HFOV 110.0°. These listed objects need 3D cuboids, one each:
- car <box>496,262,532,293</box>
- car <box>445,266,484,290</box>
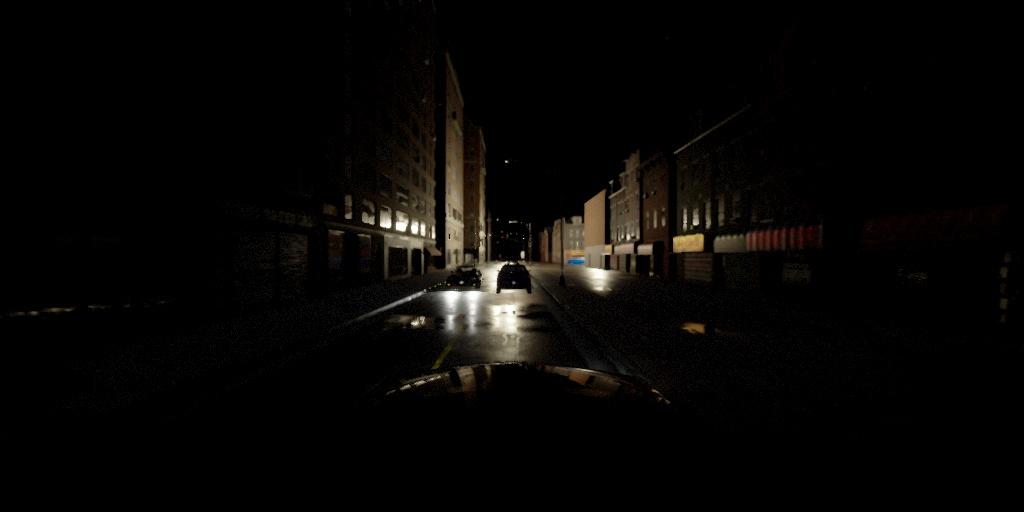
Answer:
[{"bbox_3d":[0.100,1.207,20.679,1.882,1.535,5.008,0,0,0],"label":"car"},{"bbox_3d":[-2.838,1.293,22.143,1.994,1.385,4.181,0,0,0],"label":"car"}]
